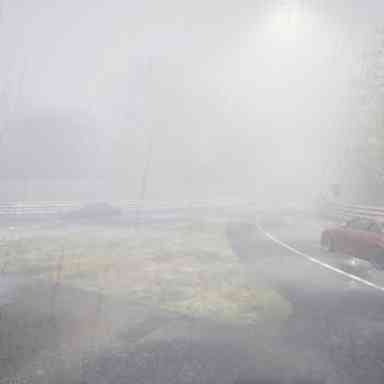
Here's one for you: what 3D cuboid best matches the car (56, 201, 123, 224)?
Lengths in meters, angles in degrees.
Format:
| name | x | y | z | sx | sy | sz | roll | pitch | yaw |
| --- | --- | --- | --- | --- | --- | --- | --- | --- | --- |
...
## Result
| name | x | y | z | sx | sy | sz | roll | pitch | yaw |
| --- | --- | --- | --- | --- | --- | --- | --- | --- | --- |
| car | -7.315 | 1.421 | 23.988 | 4.674 | 1.442 | 1.812 | 0 | 0 | -31 |

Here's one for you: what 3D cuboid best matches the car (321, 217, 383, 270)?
| name | x | y | z | sx | sy | sz | roll | pitch | yaw |
| --- | --- | --- | --- | --- | --- | --- | --- | --- | --- |
| car | 5.945 | 1.480 | 10.777 | 1.994 | 1.385 | 4.181 | 0 | 0 | -7 |
